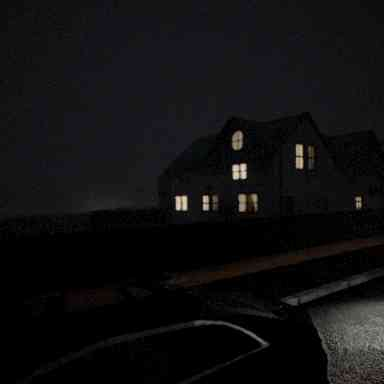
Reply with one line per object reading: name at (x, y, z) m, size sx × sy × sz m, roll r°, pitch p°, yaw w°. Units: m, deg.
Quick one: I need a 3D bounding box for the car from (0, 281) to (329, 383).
car at (-1.017, 1.567, 2.324) m, size 4.902 × 1.511 × 2.128 m, roll -1°, pitch -1°, yaw -36°
